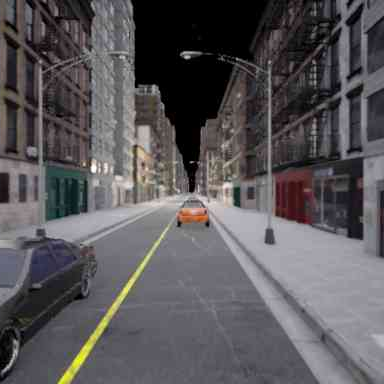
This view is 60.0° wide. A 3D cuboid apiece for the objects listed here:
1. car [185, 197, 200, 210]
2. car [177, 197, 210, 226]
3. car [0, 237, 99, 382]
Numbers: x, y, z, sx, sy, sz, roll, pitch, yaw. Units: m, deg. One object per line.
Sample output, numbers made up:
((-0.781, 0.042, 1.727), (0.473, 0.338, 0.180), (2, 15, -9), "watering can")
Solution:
((0.077, 1.475, 43.261), (1.837, 1.490, 4.892), (0, 0, 0), "car")
((0.088, 1.339, 23.169), (2.097, 1.767, 4.553), (0, 0, 0), "car")
((-3.105, 1.545, 5.650), (2.033, 1.411, 5.357), (0, 0, 0), "car")
